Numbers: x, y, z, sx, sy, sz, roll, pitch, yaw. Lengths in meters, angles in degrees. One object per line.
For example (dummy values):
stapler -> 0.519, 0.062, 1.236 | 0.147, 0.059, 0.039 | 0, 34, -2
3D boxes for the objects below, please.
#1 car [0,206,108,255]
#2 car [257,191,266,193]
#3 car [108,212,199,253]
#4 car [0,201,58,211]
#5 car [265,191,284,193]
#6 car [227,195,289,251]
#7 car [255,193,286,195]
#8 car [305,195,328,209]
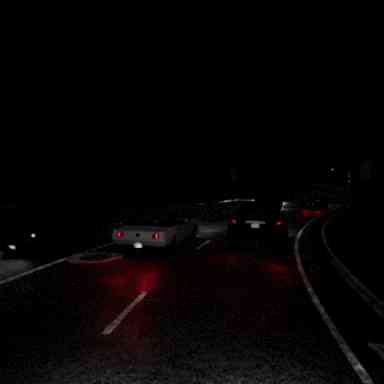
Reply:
car -> -5.050, 1.384, 12.517 | 1.895, 1.301, 4.718 | 1, 1, 15
car -> 11.586, 0.534, 54.419 | 1.994, 1.385, 4.181 | 1, 2, 30
car -> -1.125, 1.412, 12.898 | 1.895, 1.301, 4.718 | 1, 1, 16
car -> -7.821, 1.217, 15.394 | 1.837, 1.490, 4.892 | 1, 1, 17
car -> 12.884, 0.663, 49.621 | 1.812, 1.442, 4.674 | 1, 2, 30
car -> 2.828, 1.189, 13.673 | 2.097, 1.767, 4.553 | 1, 1, 17
car -> 7.140, 1.129, 31.761 | 2.033, 1.411, 5.357 | 1, 1, 29
car -> 13.564, 1.031, 36.104 | 2.128, 1.511, 4.902 | 1, 2, 29
